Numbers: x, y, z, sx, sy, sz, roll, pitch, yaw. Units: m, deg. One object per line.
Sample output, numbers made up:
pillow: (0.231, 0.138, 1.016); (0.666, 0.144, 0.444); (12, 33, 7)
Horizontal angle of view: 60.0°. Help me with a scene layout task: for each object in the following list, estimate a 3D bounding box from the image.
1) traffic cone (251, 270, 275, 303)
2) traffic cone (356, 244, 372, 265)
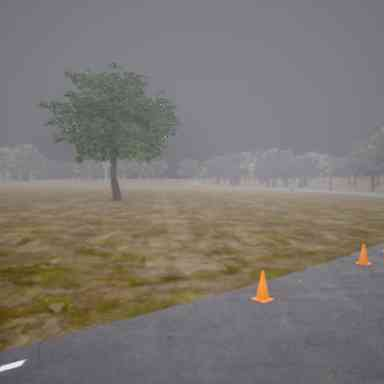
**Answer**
traffic cone: (1.448, 1.894, 6.775); (0.340, 0.580, 0.340); (-1, 1, -39)
traffic cone: (5.138, 1.847, 9.949); (0.340, 0.580, 0.340); (-1, 1, -42)
